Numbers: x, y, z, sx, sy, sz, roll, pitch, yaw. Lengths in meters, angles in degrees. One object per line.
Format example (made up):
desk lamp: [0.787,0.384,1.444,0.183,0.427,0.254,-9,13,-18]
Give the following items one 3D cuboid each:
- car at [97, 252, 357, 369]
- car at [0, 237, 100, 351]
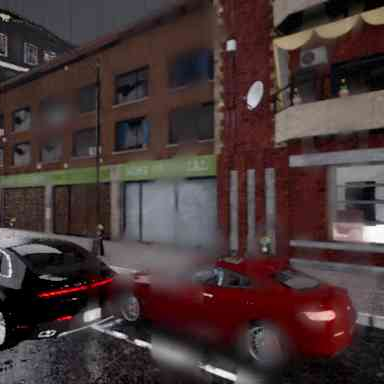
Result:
car: [0.490,1.712,5.733,4.206,1.307,1.802,-1,-2,37]
car: [-3.451,1.642,6.491,4.892,1.490,1.837,-1,-2,37]
